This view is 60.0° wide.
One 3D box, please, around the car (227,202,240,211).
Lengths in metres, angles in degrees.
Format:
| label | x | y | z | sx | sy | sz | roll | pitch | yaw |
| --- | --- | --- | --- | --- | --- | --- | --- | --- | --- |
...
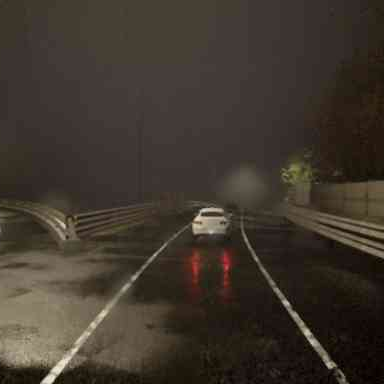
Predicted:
| label | x | y | z | sx | sy | sz | roll | pitch | yaw |
| --- | --- | --- | --- | --- | --- | --- | --- | --- | --- |
| car | 7.998 | 2.779 | 63.095 | 2.128 | 1.511 | 4.902 | 0 | -4 | 11 |

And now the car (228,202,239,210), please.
| label | x | y | z | sx | sy | sz | roll | pitch | yaw |
| --- | --- | --- | --- | --- | --- | --- | --- | --- | --- |
| car | 6.289 | 2.254 | 53.240 | 1.994 | 1.385 | 4.181 | 0 | -3 | 10 |

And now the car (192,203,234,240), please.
| label | x | y | z | sx | sy | sz | roll | pitch | yaw |
| --- | --- | --- | --- | --- | --- | --- | --- | --- | --- |
| car | 1.063 | 1.521 | 16.864 | 1.812 | 1.442 | 4.674 | 0 | 0 | 6 |
